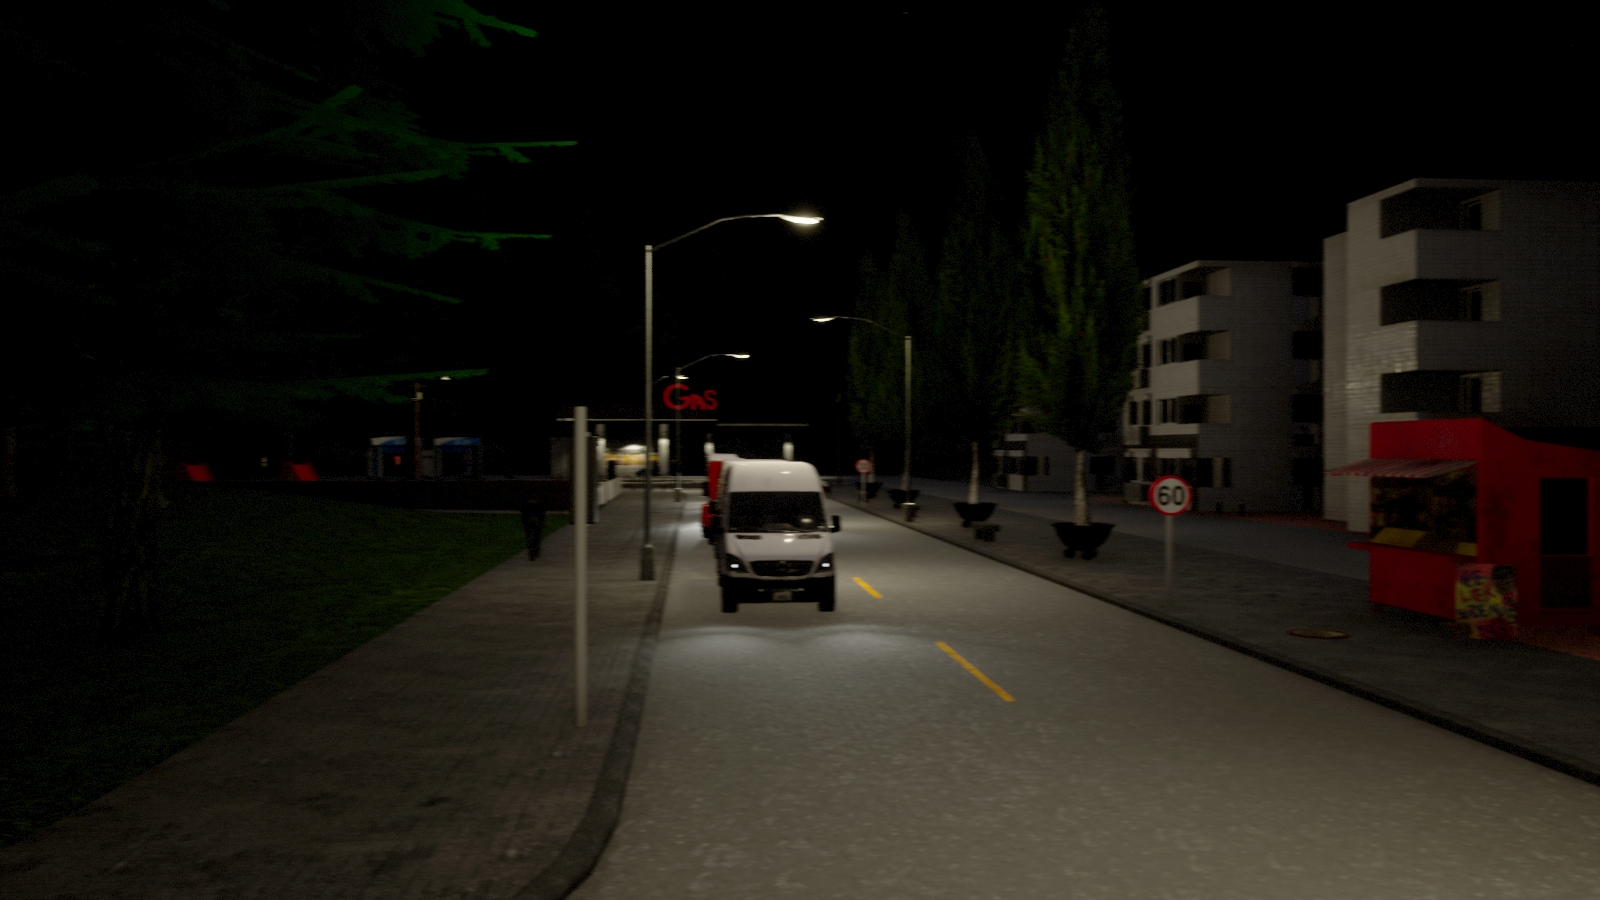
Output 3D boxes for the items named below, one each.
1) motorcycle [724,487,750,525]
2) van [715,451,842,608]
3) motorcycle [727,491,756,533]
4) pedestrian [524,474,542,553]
[{"bbox_3d":[-2.247,1.967,40.493,0.867,1.251,2.209,0,0,-5],"label":"motorcycle"},{"bbox_3d":[-0.569,1.304,21.689,1.988,2.561,5.915,0,0,-5],"label":"van"},{"bbox_3d":[-1.865,1.946,36.420,0.856,1.236,1.805,0,0,-5],"label":"motorcycle"},{"bbox_3d":[-6.369,1.516,27.297,0.375,1.860,0.375,0,0,-5],"label":"pedestrian"}]
